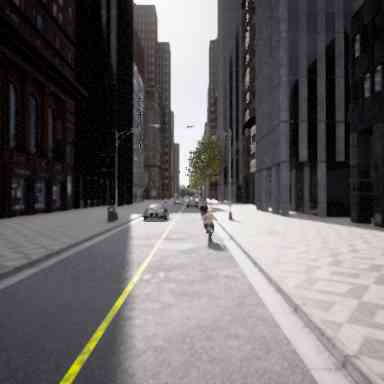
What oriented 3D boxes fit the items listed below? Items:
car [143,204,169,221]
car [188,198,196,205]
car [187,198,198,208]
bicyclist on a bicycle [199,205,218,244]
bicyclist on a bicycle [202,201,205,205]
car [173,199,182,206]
[{"bbox_3d":[-3.089,1.764,29.104,1.994,1.385,4.181,0,-1,0],"label":"car"},{"bbox_3d":[0.009,2.214,78.379,1.837,1.490,4.892,0,-1,0],"label":"car"},{"bbox_3d":[0.076,2.052,58.355,1.994,1.385,4.181,0,-1,0],"label":"car"},{"bbox_3d":[0.817,1.530,15.427,0.866,1.612,1.509,0,-1,0],"label":"bicyclist on a bicycle"},{"bbox_3d":[0.830,1.528,24.014,0.659,1.776,1.843,0,0,0],"label":"bicyclist on a bicycle"},{"bbox_3d":[-2.991,2.158,70.956,2.033,1.411,5.357,0,-1,0],"label":"car"}]
